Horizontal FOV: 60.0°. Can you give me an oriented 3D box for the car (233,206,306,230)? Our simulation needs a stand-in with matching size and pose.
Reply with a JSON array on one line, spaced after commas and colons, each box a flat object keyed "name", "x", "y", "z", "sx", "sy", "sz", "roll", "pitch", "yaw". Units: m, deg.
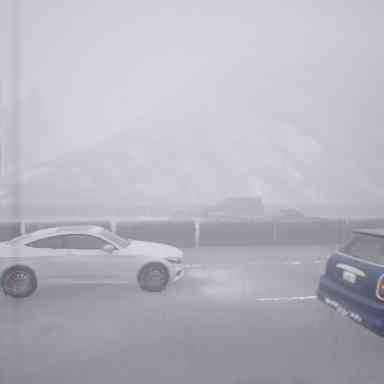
[{"name": "car", "x": 5.194, "y": 1.724, "z": 20.146, "sx": 4.718, "sy": 1.301, "sz": 1.895, "roll": 0, "pitch": 0, "yaw": -9}]

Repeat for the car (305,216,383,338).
[{"name": "car", "x": 4.629, "y": 1.394, "z": 5.688, "sx": 4.553, "sy": 1.767, "sz": 2.097, "roll": 0, "pitch": 0, "yaw": -9}]

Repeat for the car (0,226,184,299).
[{"name": "car", "x": -2.529, "y": 1.565, "z": 8.118, "sx": 4.674, "sy": 1.442, "sz": 1.812, "roll": 0, "pitch": 0, "yaw": -9}]

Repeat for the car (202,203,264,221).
[{"name": "car", "x": 3.155, "y": 1.700, "z": 23.370, "sx": 4.181, "sy": 1.385, "sz": 1.994, "roll": 0, "pitch": 0, "yaw": -9}]

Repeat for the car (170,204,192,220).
[{"name": "car", "x": 0.395, "y": 1.692, "z": 30.012, "sx": 4.674, "sy": 1.442, "sz": 1.812, "roll": 0, "pitch": 0, "yaw": -9}]

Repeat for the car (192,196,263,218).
[{"name": "car", "x": 3.161, "y": 1.377, "z": 26.915, "sx": 5.566, "sy": 2.045, "sz": 2.150, "roll": 0, "pitch": 0, "yaw": -9}]
